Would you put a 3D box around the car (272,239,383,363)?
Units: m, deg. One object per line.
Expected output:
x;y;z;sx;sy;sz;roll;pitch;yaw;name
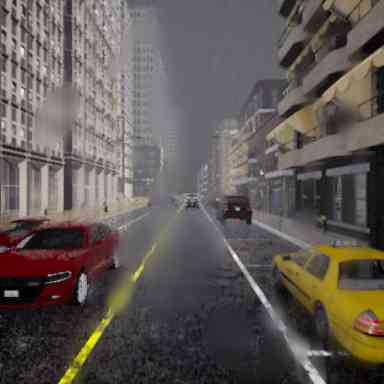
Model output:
2.691;1.525;6.103;1.752;1.417;4.829;0;0;0;car

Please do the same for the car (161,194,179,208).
-3.069;1.515;49.106;1.837;1.490;4.892;0;0;0;car

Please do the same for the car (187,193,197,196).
0.014;1.238;55.713;2.150;2.045;5.566;0;0;0;car

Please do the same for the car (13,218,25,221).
-5.687;1.581;11.584;1.802;1.307;4.206;0;0;0;car

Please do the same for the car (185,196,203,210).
0.053;1.557;42.806;2.033;1.411;5.357;0;0;1;car

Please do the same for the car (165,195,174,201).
-5.670;1.483;85.016;1.967;1.590;4.097;0;0;0;car

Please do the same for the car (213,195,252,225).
3.005;1.226;24.474;2.150;2.045;5.566;0;0;0;car

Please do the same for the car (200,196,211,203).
2.707;1.577;68.067;2.008;1.369;4.403;0;0;0;car

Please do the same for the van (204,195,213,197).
2.702;1.355;51.122;1.690;1.788;3.998;0;0;0;van

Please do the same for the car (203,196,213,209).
2.701;1.592;45.473;1.802;1.307;4.206;0;0;0;car

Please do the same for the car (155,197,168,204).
-5.675;1.572;62.421;2.008;1.369;4.403;0;0;0;car

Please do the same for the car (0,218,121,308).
-3.098;1.477;8.212;1.882;1.535;5.008;0;0;0;car

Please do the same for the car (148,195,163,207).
-5.678;1.580;51.124;1.947;1.339;4.313;0;0;0;car

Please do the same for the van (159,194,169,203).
-5.674;1.367;68.070;1.690;1.788;3.998;0;0;0;van
